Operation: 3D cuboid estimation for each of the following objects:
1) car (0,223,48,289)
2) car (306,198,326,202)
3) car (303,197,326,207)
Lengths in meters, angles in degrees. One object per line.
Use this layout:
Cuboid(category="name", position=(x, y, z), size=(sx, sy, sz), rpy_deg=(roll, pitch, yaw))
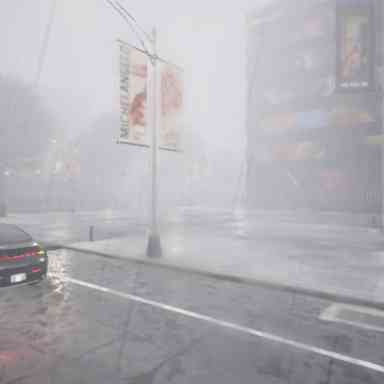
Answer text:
Cuboid(category="car", position=(-5.494, 1.510, 8.310), size=(4.892, 1.490, 1.837), rpy_deg=(0, 0, 37))
Cuboid(category="car", position=(15.553, 1.386, 41.212), size=(2.002, 1.452, 4.674), rpy_deg=(0, 0, 38))
Cuboid(category="car", position=(19.732, 1.498, 53.390), size=(2.161, 1.482, 4.786), rpy_deg=(0, 0, 38))
